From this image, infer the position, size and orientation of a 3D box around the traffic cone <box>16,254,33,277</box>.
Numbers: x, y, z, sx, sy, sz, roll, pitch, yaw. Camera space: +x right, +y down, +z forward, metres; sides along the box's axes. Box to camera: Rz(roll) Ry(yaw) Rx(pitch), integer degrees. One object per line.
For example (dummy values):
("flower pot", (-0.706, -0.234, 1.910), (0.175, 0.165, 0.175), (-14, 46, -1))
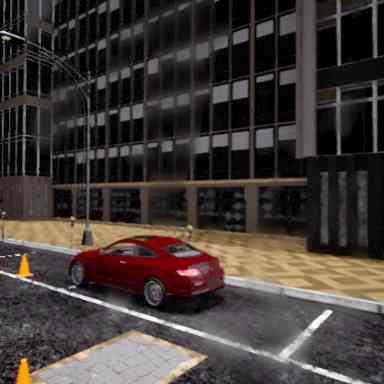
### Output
("traffic cone", (-4.709, 2.052, 9.365), (0.340, 0.580, 0.340), (0, -1, 37))

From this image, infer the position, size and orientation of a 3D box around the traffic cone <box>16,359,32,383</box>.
("traffic cone", (-1.706, 1.993, 3.368), (0.340, 0.580, 0.340), (0, -1, 37))

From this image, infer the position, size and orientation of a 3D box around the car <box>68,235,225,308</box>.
("car", (-1.219, 1.685, 7.963), (4.206, 1.307, 1.802), (0, -1, 37))
